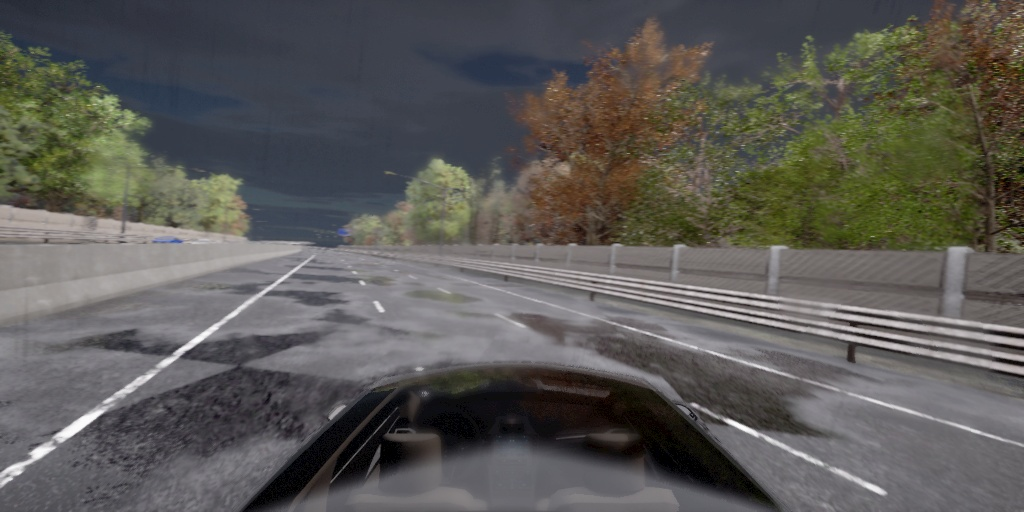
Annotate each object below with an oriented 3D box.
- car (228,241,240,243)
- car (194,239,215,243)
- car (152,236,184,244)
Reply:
[{"bbox_3d":[-35.292,-1.132,45.519,1.994,1.385,4.181,4,-1,-27],"label":"car"},{"bbox_3d":[-39.585,-1.465,46.182,1.812,1.442,4.674,4,-1,-27],"label":"car"},{"bbox_3d":[-42.648,-1.752,44.520,1.882,1.535,5.008,4,-1,-27],"label":"car"}]
